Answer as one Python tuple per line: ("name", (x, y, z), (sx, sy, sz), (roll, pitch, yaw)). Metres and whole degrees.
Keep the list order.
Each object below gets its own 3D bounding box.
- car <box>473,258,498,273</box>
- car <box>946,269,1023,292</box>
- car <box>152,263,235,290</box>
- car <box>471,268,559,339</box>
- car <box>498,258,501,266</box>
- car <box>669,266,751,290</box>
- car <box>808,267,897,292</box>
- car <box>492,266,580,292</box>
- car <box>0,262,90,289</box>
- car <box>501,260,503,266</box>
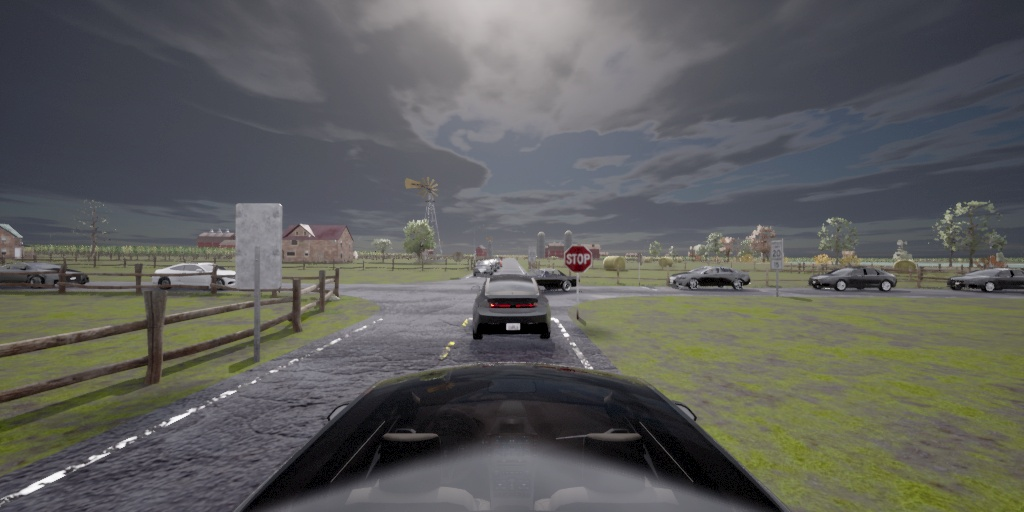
("car", (-2.861, 1.237, 36.725), (2.128, 1.511, 4.902), (0, 0, 0))
("car", (31.702, 1.583, 23.606), (4.892, 1.490, 1.837), (1, -1, -1))
("car", (-17.244, 1.101, 19.994), (4.674, 1.442, 1.812), (1, -1, -1))
("car", (-0.074, 1.255, 10.038), (1.837, 1.490, 4.892), (0, 0, -2))
("car", (-2.853, 1.235, 46.170), (2.128, 1.511, 4.902), (0, 0, 0))
("car", (12.798, 1.393, 23.313), (4.902, 1.511, 2.128), (1, -1, -2))
("car", (22.199, 1.496, 23.485), (4.892, 1.490, 1.837), (1, -1, -1))
("car", (1.499, 1.366, 20.084), (4.718, 1.301, 1.895), (1, 0, -35))
("car", (-26.364, 1.045, 19.872), (4.181, 1.385, 1.994), (1, -1, -1))
("car", (-2.823, 1.232, 55.712), (2.128, 1.511, 4.902), (0, 0, 0))
